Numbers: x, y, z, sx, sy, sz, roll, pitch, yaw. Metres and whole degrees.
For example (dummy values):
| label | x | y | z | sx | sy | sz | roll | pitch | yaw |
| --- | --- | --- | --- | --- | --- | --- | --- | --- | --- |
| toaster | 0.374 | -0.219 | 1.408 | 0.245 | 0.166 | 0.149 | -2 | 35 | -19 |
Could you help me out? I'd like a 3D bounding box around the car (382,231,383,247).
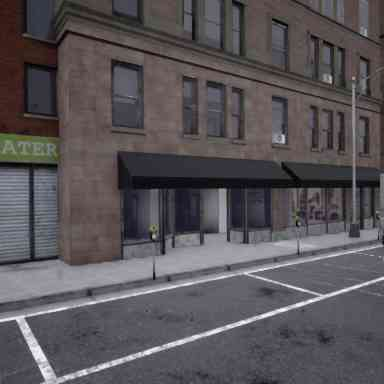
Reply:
| label | x | y | z | sx | sy | sz | roll | pitch | yaw |
| --- | --- | --- | --- | --- | --- | --- | --- | --- | --- |
| car | 9.217 | 1.540 | 13.116 | 4.507 | 1.381 | 1.887 | 0 | -1 | -35 |
